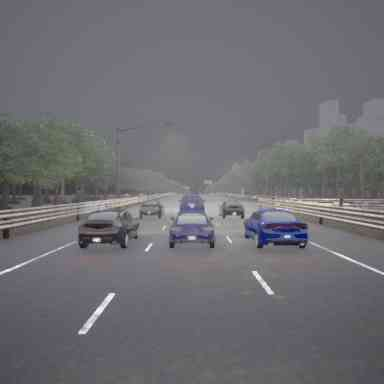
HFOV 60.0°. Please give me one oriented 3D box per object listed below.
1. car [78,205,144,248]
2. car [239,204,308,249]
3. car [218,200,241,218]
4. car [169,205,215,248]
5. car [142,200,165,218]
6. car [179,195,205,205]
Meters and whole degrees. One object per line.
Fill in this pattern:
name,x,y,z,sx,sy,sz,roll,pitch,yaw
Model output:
car,-3.500,1.516,14.650,1.837,1.490,4.892,0,0,0
car,3.500,1.485,14.650,1.882,1.535,5.008,0,0,0
car,3.500,1.512,29.650,1.837,1.490,4.892,0,0,0
car,0.000,1.533,14.650,1.812,1.442,4.674,0,0,0
car,-3.500,1.491,29.650,2.128,1.511,4.902,0,0,0
car,0.000,1.253,29.680,2.150,2.045,5.566,0,0,0
